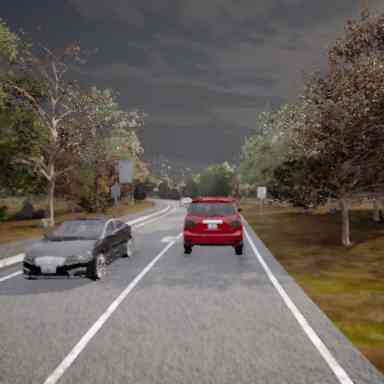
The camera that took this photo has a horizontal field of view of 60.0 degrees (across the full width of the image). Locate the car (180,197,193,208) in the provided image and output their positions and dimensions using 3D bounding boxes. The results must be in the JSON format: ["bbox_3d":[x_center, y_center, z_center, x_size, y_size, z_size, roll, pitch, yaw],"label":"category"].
[{"bbox_3d":[-0.873,1.602,51.089,1.812,1.442,4.674,1,0,-3],"label":"car"}]

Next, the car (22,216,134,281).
[{"bbox_3d":[-3.107,1.511,10.034,2.128,1.511,4.902,0,0,4],"label":"car"}]

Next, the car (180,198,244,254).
[{"bbox_3d":[0.908,1.235,13.747,2.150,2.045,5.566,0,0,5],"label":"car"}]

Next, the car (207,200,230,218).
[{"bbox_3d":[2.573,1.598,32.484,2.033,1.411,5.357,0,0,4],"label":"car"}]
